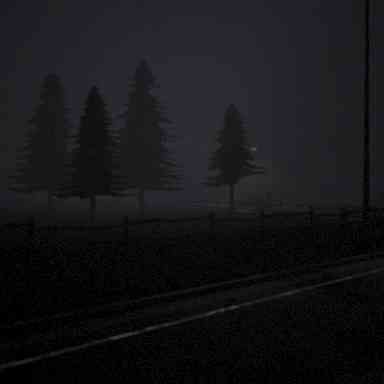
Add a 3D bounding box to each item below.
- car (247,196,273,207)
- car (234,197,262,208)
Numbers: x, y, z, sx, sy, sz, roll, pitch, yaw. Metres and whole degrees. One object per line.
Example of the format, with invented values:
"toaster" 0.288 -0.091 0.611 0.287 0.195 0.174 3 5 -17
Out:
"car" 12.220 1.794 61.109 2.150 2.045 5.566 1 0 -35
"car" 9.338 2.034 59.118 2.033 1.411 5.357 1 0 -35
